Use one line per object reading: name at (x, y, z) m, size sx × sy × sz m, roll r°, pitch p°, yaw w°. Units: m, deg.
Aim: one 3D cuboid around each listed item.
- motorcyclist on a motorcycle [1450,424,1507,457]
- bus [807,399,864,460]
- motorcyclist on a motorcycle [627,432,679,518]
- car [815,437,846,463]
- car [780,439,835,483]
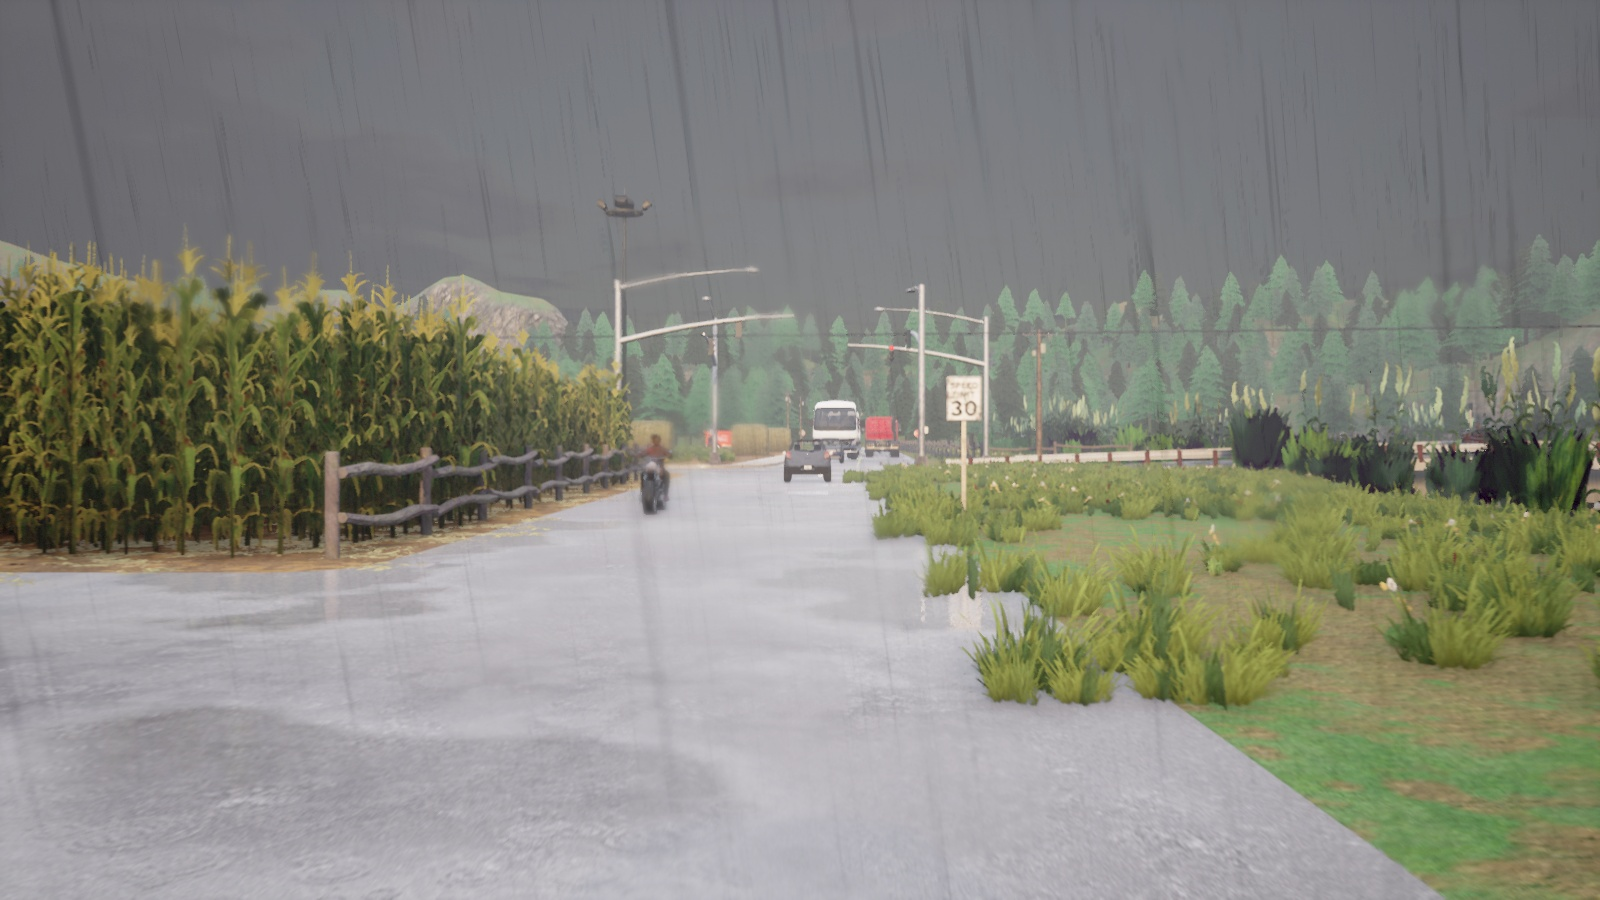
motorcyclist on a motorcycle at (31.749, -0.438, 58.775) m, size 2.191 × 1.530 × 0.866 m, roll 0°, pitch 1°, yaw 8°
bus at (2.708, -1.491, 92.819) m, size 3.944 × 4.253 × 10.273 m, roll 0°, pitch 1°, yaw 3°
motorcyclist on a motorcycle at (-2.942, 0.468, 25.374) m, size 0.766 × 1.649 × 2.350 m, roll 0°, pitch 1°, yaw 0°
car at (1.872, 0.001, 77.354) m, size 1.789 × 1.549 × 3.705 m, roll 0°, pitch 0°, yaw 3°
car at (0.266, 0.362, 44.541) m, size 1.845 × 1.501 × 3.633 m, roll 0°, pitch 0°, yaw 0°
